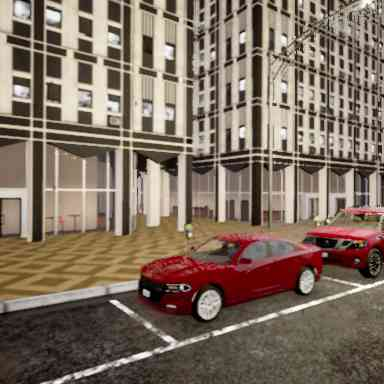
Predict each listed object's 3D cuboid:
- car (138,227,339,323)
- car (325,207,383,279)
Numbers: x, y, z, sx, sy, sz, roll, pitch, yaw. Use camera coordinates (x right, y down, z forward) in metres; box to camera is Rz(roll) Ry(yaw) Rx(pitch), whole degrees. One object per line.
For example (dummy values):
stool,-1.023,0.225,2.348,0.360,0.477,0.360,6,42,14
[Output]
car,1.013,1.595,7.285,4.507,1.381,1.887,1,-1,-35
car,5.654,1.421,10.596,5.009,1.841,2.192,1,-1,-35
